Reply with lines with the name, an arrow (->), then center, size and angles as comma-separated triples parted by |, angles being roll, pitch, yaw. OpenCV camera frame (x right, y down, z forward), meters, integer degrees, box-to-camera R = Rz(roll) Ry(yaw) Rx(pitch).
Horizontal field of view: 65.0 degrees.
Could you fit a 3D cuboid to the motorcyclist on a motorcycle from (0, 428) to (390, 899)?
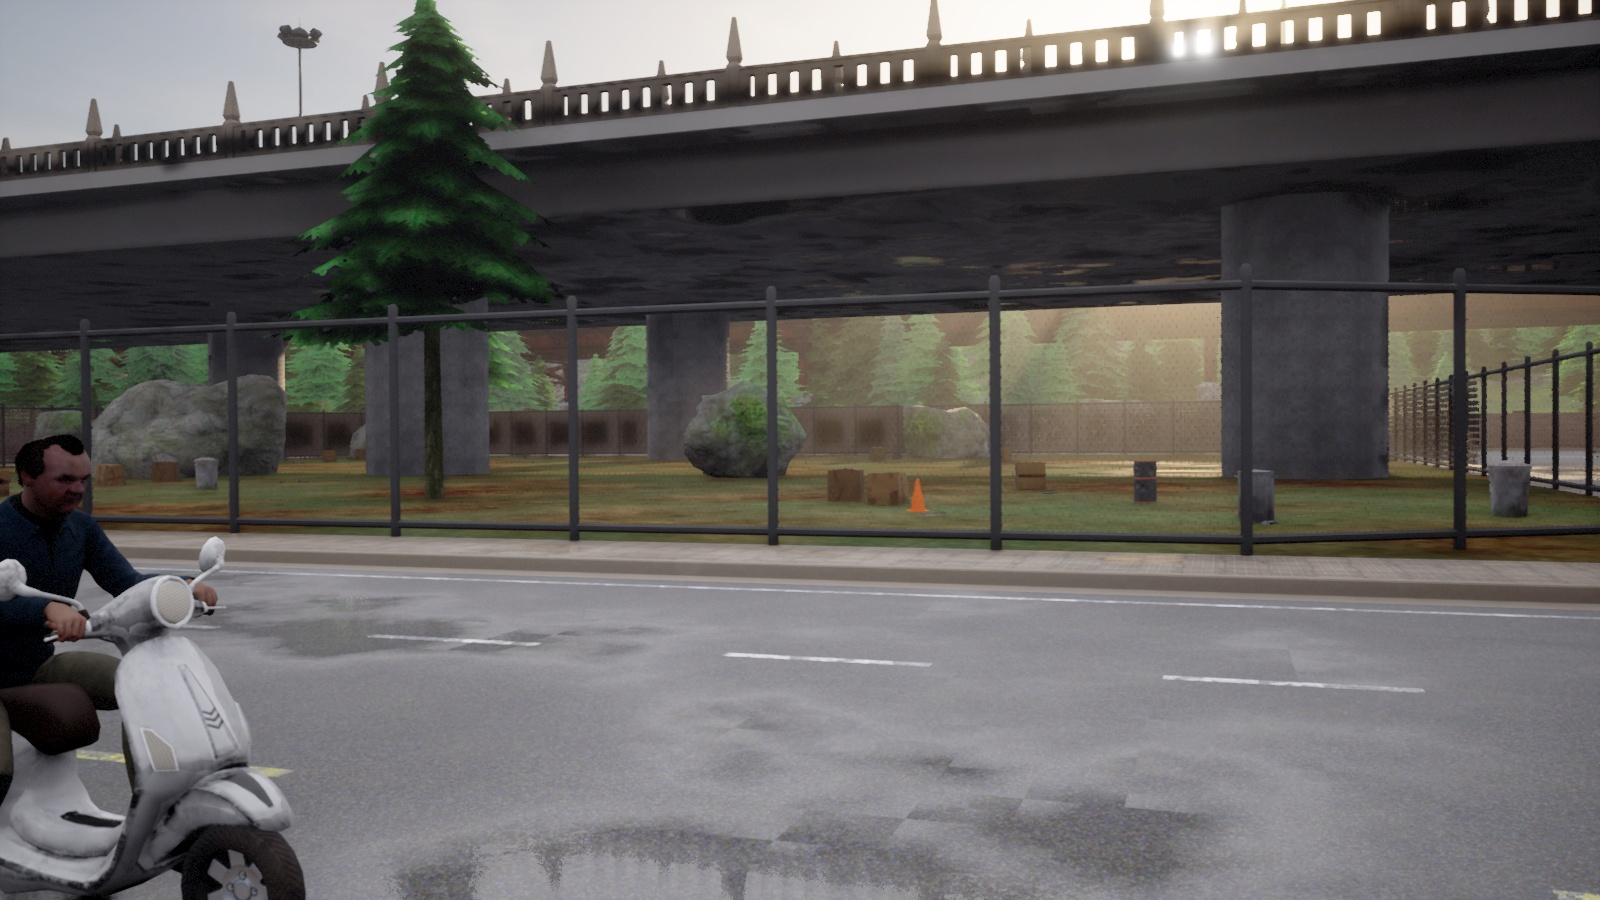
motorcyclist on a motorcycle -> -2.343, 0.728, 3.981 | 1.817, 1.590, 0.866 | 0, 1, 19
